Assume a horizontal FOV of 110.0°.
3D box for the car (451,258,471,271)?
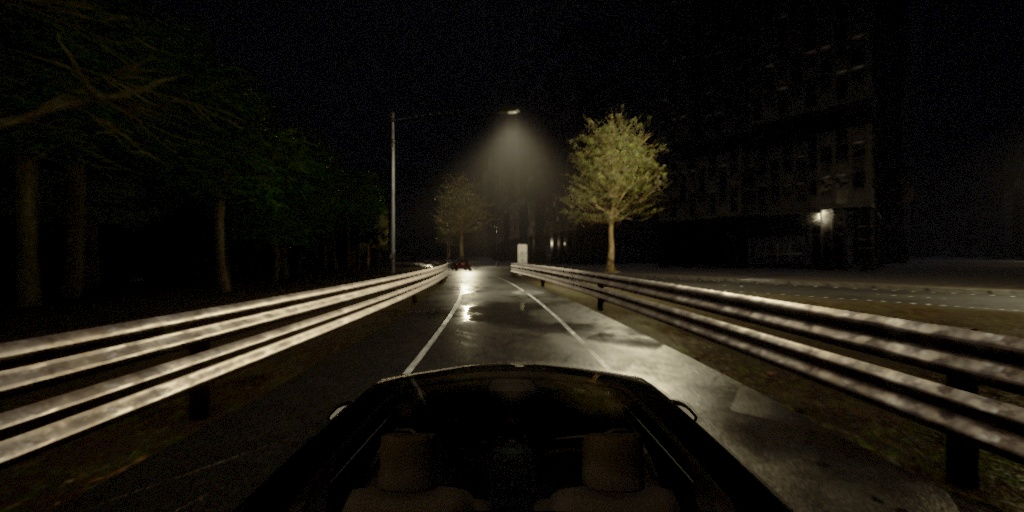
[{"bbox_3d":[-7.085,1.117,49.494,2.097,1.767,4.553,0,0,-17],"label":"car"}]
